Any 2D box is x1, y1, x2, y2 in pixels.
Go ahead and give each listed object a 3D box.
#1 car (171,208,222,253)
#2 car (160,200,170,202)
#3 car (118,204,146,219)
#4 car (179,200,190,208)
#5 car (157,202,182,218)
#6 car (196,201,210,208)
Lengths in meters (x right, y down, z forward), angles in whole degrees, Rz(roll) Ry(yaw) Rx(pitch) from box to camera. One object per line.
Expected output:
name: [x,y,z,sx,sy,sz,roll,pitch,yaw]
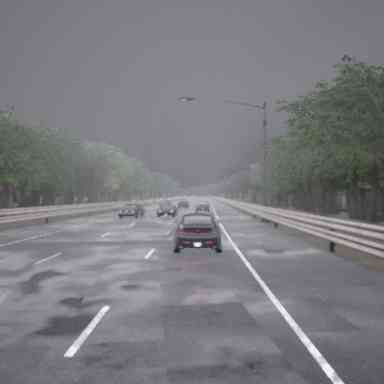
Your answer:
car: [0.259,1.674,14.613,1.837,1.490,4.892,0,0,1]
car: [-4.846,2.134,59.949,2.128,1.511,4.902,0,-1,3]
car: [-6.079,1.931,33.956,2.033,1.411,5.357,0,-1,3]
car: [-1.439,2.126,57.869,1.837,1.490,4.892,0,-1,3]
car: [-2.498,2.000,35.492,1.895,1.301,4.718,0,-1,3]
car: [1.548,2.042,46.889,1.812,1.442,4.674,0,-1,3]
